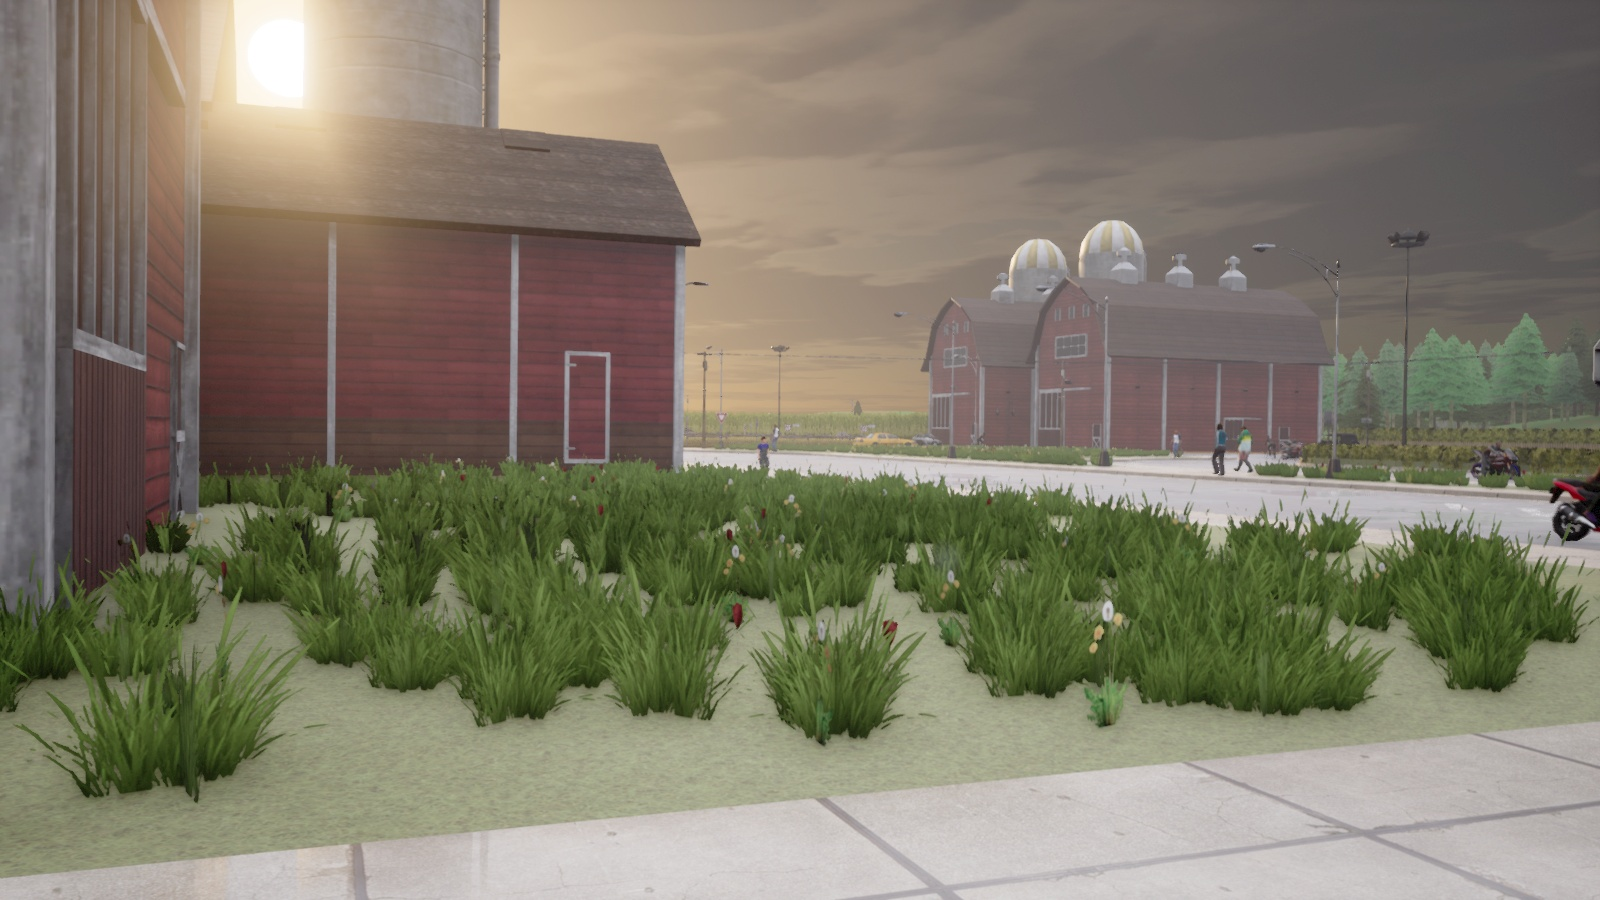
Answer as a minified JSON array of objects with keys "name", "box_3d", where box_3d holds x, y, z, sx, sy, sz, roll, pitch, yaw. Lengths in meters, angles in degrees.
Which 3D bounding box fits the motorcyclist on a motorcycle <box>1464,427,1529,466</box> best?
[{"name":"motorcyclist on a motorcycle","box_3d":[27.553,-0.148,49.713,0.866,1.530,2.191,-1,1,-21]}]

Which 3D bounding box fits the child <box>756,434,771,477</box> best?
[{"name":"child","box_3d":[-1.103,0.163,38.069,0.270,1.263,0.437,-1,1,-25]}]

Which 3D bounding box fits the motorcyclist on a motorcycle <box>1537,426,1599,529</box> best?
[{"name":"motorcyclist on a motorcycle","box_3d":[12.117,0.400,18.575,0.797,1.523,2.044,-1,1,-22]}]

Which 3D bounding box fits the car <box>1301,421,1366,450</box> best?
[{"name":"car","box_3d":[36.140,-0.999,85.182,1.905,1.878,3.866,-1,1,-21]}]

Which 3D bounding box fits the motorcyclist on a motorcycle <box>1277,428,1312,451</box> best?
[{"name":"motorcyclist on a motorcycle","box_3d":[32.943,-0.710,83.700,0.866,1.530,2.191,-1,1,-21]}]

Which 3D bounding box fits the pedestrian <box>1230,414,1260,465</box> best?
[{"name":"pedestrian","box_3d":[17.338,-0.425,48.954,0.659,1.952,0.873,-1,1,-31]}]

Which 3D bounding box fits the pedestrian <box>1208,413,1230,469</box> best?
[{"name":"pedestrian","box_3d":[14.604,-0.331,43.768,0.396,1.930,0.692,-1,1,-22]}]
